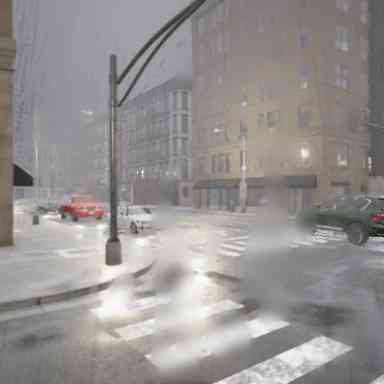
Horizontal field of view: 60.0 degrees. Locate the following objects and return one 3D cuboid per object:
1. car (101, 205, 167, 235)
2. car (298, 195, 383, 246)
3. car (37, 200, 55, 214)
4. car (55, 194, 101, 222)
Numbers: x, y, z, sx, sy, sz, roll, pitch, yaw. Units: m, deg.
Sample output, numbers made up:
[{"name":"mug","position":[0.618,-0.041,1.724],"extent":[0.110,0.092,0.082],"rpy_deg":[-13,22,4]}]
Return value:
[{"name":"car","position":[-3.283,1.507,19.050],"extent":[1.812,1.442,4.674],"rpy_deg":[0,0,-37]},{"name":"car","position":[7.269,1.175,15.394],"extent":[2.150,2.045,5.566],"rpy_deg":[2,0,-17]},{"name":"car","position":[-15.101,1.538,35.444],"extent":[1.812,1.442,4.674],"rpy_deg":[0,0,-36]},{"name":"car","position":[-9.094,1.216,27.092],"extent":[2.150,2.045,5.566],"rpy_deg":[0,0,-36]}]
